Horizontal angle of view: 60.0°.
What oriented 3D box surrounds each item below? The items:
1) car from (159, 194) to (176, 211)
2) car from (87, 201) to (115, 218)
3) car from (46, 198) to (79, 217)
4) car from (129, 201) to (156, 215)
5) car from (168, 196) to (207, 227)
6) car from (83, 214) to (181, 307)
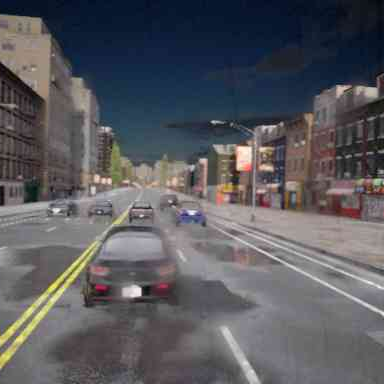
[{"bbox_3d":[-2.950,1.323,42.292,2.150,2.045,5.566,1,0,-8],"label":"car"},{"bbox_3d":[-7.806,1.467,28.998,1.994,1.385,4.181,1,0,-8],"label":"car"},{"bbox_3d":[-11.034,1.315,28.641,2.128,1.511,4.902,1,0,-8],"label":"car"},{"bbox_3d":[-3.838,1.468,25.550,2.128,1.511,4.902,1,0,-8],"label":"car"},{"bbox_3d":[-0.294,1.402,23.526,2.097,1.767,4.553,1,0,-8],"label":"car"},{"bbox_3d":[-1.320,1.498,7.824,1.812,1.442,4.674,1,0,-8],"label":"car"}]
